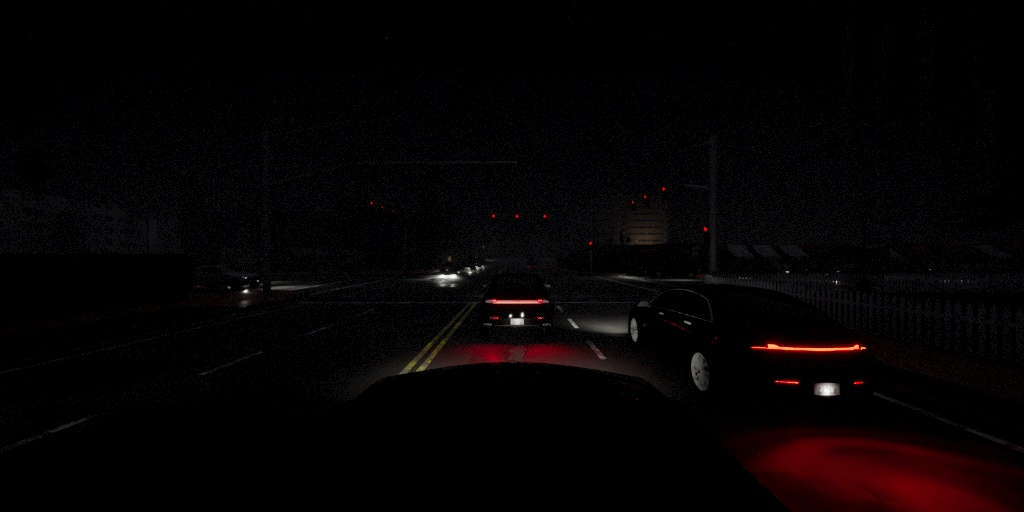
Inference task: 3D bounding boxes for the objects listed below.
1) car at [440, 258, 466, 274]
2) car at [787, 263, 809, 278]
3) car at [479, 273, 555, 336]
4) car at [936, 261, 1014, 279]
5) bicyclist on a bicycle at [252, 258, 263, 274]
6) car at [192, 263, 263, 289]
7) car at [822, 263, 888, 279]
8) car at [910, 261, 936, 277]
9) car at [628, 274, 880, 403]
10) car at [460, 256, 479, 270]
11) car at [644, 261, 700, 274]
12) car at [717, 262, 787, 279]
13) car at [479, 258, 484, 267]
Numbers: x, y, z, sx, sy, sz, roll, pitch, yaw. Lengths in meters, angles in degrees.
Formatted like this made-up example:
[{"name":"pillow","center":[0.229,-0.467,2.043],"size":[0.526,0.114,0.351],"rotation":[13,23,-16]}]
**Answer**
[{"name":"car","center":[-6.853,1.241,40.510],"size":[2.128,1.511,4.902],"rotation":[0,0,0]},{"name":"car","center":[24.671,1.297,33.663],"size":[5.357,1.411,2.033],"rotation":[0,0,-1]},{"name":"car","center":[0.134,1.242,10.372],"size":[2.128,1.511,4.902],"rotation":[0,0,0]},{"name":"car","center":[39.563,1.276,30.422],"size":[4.674,1.442,1.812],"rotation":[0,0,-1]},{"name":"bicyclist on a bicycle","center":[-26.161,1.051,36.892],"size":[0.582,1.620,1.656],"rotation":[0,0,-3]},{"name":"car","center":[-18.154,1.276,22.300],"size":[4.674,1.442,1.812],"rotation":[0,0,0]},{"name":"car","center":[28.887,1.276,30.231],"size":[4.674,1.442,1.812],"rotation":[0,0,-1]},{"name":"car","center":[40.721,1.241,33.944],"size":[4.902,1.511,2.128],"rotation":[0,0,-1]},{"name":"car","center":[3.589,1.255,6.467],"size":[1.837,1.490,4.892],"rotation":[0,0,1]},{"name":"car","center":[-6.766,0.974,53.515],"size":[2.150,2.045,5.566],"rotation":[0,0,1]},{"name":"car","center":[14.933,1.255,33.545],"size":[4.892,1.490,1.837],"rotation":[0,0,1]},{"name":"car","center":[19.627,1.241,30.067],"size":[4.902,1.511,2.128],"rotation":[0,0,-1]},{"name":"car","center":[-6.655,1.255,64.470],"size":[1.837,1.490,4.892],"rotation":[0,0,1]}]
